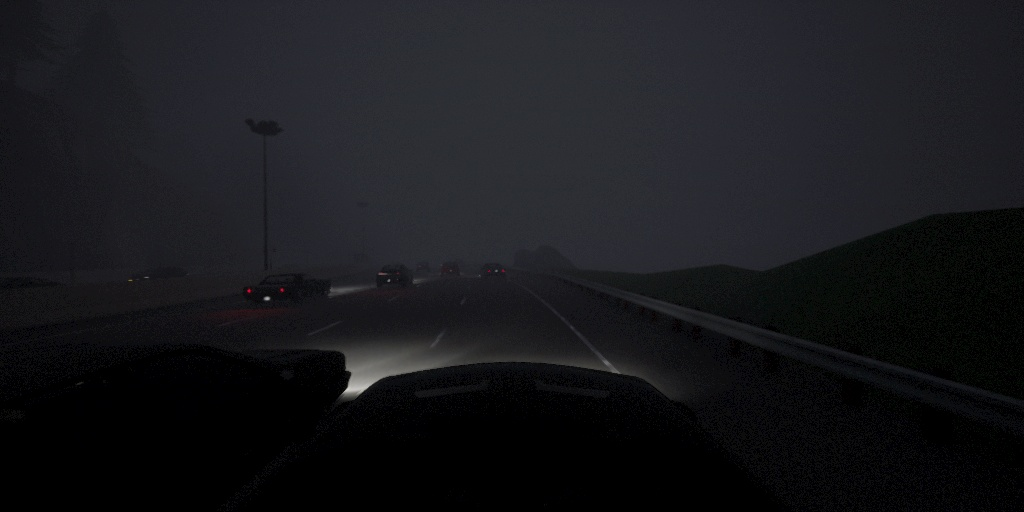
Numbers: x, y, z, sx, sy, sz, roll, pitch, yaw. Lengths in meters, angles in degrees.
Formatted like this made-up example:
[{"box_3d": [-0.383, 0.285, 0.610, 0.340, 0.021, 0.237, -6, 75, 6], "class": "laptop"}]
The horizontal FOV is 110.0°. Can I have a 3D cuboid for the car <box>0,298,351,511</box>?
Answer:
[{"box_3d": [-3.003, 1.337, 2.320, 2.033, 1.411, 5.357, -1, 0, -2], "class": "car"}]

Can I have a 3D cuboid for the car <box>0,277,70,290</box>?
[{"box_3d": [-21.592, 1.600, 15.255, 1.994, 1.385, 4.181, -1, 0, -4], "class": "car"}]

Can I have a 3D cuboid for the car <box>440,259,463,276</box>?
[{"box_3d": [-6.780, 1.325, 39.165, 1.882, 1.535, 5.008, 0, 0, -12], "class": "car"}]

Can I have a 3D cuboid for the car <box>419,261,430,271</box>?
[{"box_3d": [-12.771, 1.477, 51.472, 2.033, 1.411, 5.357, -1, 0, -17], "class": "car"}]

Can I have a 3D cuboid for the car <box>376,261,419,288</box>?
[{"box_3d": [-8.146, 1.354, 25.182, 2.128, 1.511, 4.902, -1, 0, -8], "class": "car"}]

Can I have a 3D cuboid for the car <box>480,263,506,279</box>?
[{"box_3d": [-1.826, 1.329, 33.107, 2.033, 1.411, 5.357, -1, 0, -11], "class": "car"}]

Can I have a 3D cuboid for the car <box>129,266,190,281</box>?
[{"box_3d": [-30.545, 1.663, 31.277, 1.837, 1.490, 4.892, -1, 0, -9], "class": "car"}]

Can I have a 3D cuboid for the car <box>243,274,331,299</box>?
[{"box_3d": [-10.537, 1.493, 17.296, 1.895, 1.301, 4.718, -1, 0, -6], "class": "car"}]

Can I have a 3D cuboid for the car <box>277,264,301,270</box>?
[{"box_3d": [-31.141, 1.801, 50.091, 1.895, 1.301, 4.718, -1, 0, -16], "class": "car"}]
